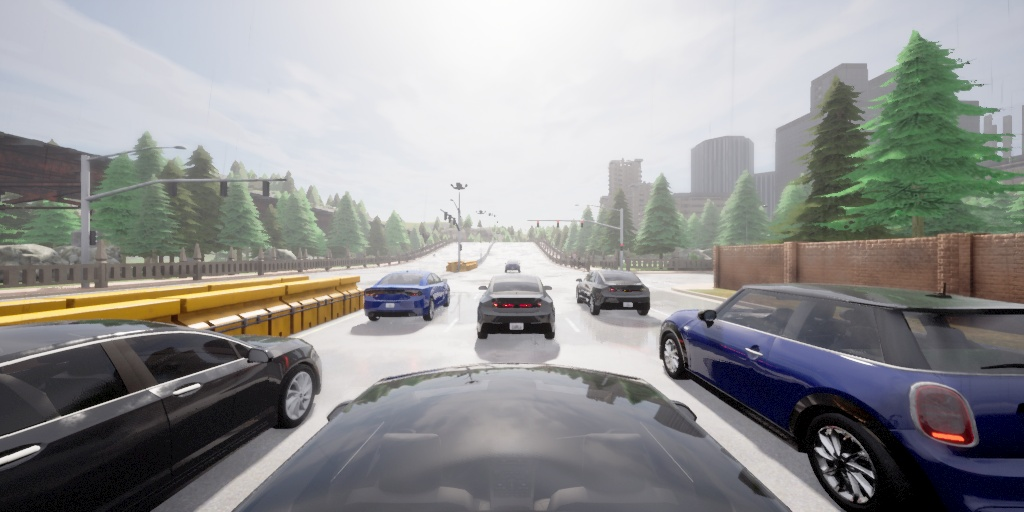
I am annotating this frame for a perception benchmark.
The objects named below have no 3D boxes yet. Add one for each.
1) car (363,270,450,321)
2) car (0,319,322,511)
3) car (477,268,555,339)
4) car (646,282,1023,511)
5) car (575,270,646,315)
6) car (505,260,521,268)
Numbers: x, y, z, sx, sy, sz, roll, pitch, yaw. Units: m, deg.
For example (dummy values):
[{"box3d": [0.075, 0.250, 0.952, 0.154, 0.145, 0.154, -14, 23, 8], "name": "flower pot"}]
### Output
[{"box3d": [-3.402, 1.228, 12.480, 1.882, 1.535, 5.008, 0, 0, 0], "name": "car"}, {"box3d": [-3.400, 1.255, 2.750, 1.837, 1.490, 4.892, 0, 0, 0], "name": "car"}, {"box3d": [0.097, 1.255, 10.057, 1.837, 1.490, 4.892, 0, 0, 0], "name": "car"}, {"box3d": [3.601, 1.102, 4.406, 2.097, 1.767, 4.553, 0, 0, 0], "name": "car"}, {"box3d": [3.616, 1.255, 13.491, 1.837, 1.490, 4.892, 0, 0, 1], "name": "car"}, {"box3d": [0.076, 1.276, 44.716, 1.812, 1.442, 4.674, 0, 0, 0], "name": "car"}]
